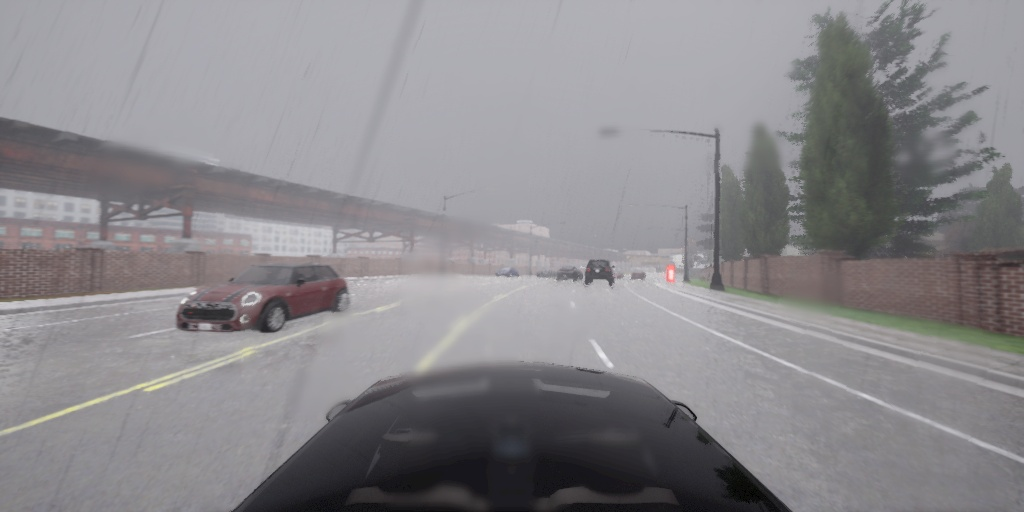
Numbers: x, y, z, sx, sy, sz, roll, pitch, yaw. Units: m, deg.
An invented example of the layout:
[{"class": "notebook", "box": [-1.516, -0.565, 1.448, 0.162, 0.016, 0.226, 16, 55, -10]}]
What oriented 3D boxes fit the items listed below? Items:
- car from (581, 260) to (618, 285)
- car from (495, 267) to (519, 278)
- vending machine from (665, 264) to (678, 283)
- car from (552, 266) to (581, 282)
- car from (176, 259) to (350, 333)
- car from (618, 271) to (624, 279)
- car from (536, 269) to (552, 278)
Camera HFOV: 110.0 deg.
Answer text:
[{"class": "car", "box": [7.630, 1.389, 30.906, 2.150, 2.045, 5.566, 0, -2, 19]}, {"class": "car", "box": [-0.572, 2.152, 47.783, 1.812, 1.442, 4.674, 0, -3, 25]}, {"class": "vending machine", "box": [16.674, 1.878, 37.736, 1.100, 2.100, 0.880, 0, 0, 23]}, {"class": "car", "box": [6.011, 1.822, 36.439, 2.128, 1.511, 4.902, 0, -3, 22]}, {"class": "car", "box": [-6.654, 0.990, 10.235, 2.097, 1.767, 4.553, 1, 0, 5]}, {"class": "car", "box": [18.113, 3.324, 62.049, 1.994, 1.385, 4.181, 0, -3, 26]}, {"class": "car", "box": [4.989, 2.502, 51.454, 1.994, 1.385, 4.181, 0, -3, 26]}]
